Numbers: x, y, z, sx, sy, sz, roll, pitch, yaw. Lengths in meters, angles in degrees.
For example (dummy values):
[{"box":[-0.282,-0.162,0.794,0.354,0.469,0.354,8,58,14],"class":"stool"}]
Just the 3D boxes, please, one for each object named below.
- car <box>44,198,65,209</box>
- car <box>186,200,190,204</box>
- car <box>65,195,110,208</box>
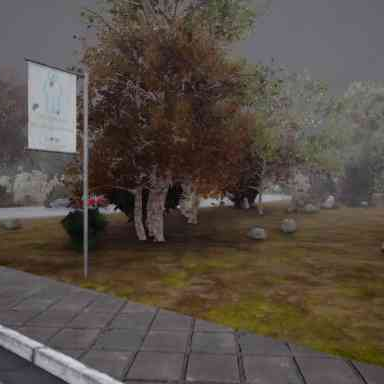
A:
[{"box":[-17.738,1.545,45.129,1.994,1.385,4.181,0,0,38],"class":"car"},{"box":[-2.286,1.387,59.710,1.837,1.490,4.892,0,0,35],"class":"car"},{"box":[-13.645,1.197,44.659,2.150,2.045,5.566,0,0,38],"class":"car"}]
